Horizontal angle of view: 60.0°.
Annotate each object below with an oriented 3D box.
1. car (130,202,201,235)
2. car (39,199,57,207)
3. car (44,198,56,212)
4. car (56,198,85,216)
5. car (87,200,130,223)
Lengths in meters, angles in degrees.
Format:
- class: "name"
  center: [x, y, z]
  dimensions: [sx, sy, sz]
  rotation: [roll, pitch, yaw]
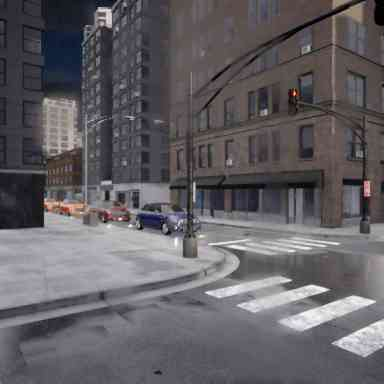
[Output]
- class: "car"
  center: [-1.470, 1.420, 19.482]
  dimensions: [2.097, 1.767, 4.553]
  rotation: [0, 0, -38]
- class: "car"
  center: [-24.768, 1.863, 57.201]
  dimensions: [1.895, 1.301, 4.718]
  rotation: [0, 0, -35]
- class: "car"
  center: [-17.866, 1.542, 42.521]
  dimensions: [2.097, 1.767, 4.553]
  rotation: [0, 0, -35]
- class: "car"
  center: [-12.260, 1.501, 34.640]
  dimensions: [2.097, 1.767, 4.553]
  rotation: [0, 0, -35]
- class: "car"
  center: [-6.665, 1.460, 26.768]
  dimensions: [2.097, 1.767, 4.553]
  rotation: [0, 0, -35]
